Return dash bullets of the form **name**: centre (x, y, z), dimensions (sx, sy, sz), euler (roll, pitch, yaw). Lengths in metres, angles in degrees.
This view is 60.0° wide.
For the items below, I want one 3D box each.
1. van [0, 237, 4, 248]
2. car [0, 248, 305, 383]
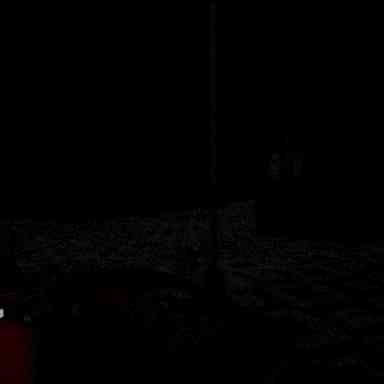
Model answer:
- **van**: centre (-5.665, 1.418, 7.115), dimensions (3.998, 1.788, 1.690), euler (-1, 0, 36)
- **car**: centre (-1.066, 1.571, 3.834), dimensions (4.507, 1.381, 1.887), euler (-1, 0, 36)
